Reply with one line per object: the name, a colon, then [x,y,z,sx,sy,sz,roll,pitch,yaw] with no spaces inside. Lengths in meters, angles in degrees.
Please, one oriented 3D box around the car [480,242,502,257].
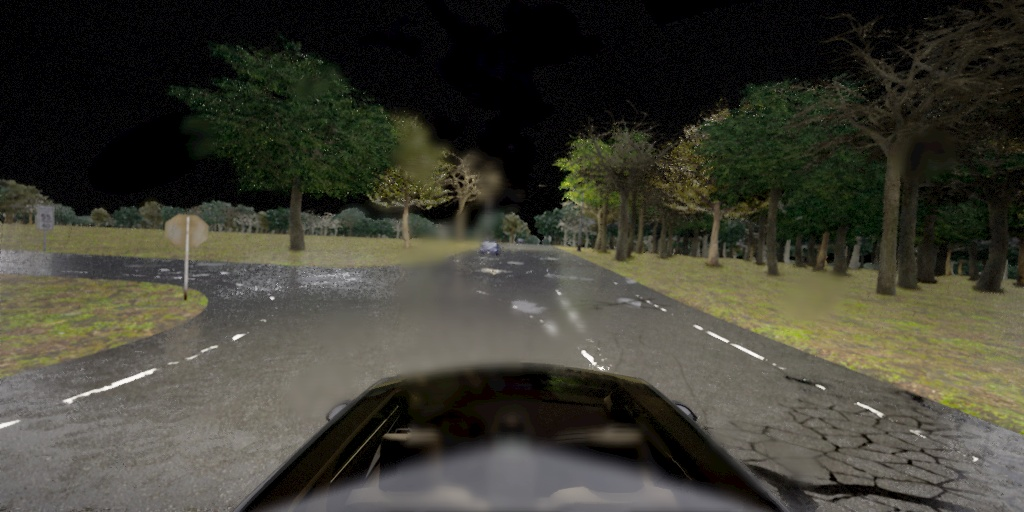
car: [-2.185,-0.768,37.536,1.812,1.442,4.674,3,4,2]
